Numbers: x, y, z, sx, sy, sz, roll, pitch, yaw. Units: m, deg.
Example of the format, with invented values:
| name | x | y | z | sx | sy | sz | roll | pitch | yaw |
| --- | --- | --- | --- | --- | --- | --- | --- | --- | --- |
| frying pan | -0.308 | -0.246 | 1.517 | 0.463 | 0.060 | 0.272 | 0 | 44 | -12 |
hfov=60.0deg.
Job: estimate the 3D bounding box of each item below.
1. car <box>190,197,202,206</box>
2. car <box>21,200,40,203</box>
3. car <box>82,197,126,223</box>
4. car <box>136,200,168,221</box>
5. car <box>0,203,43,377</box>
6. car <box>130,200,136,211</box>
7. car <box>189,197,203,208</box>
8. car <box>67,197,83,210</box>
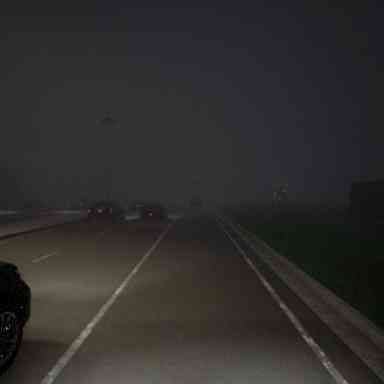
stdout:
| name | x | y | z | sx | sy | sz | roll | pitch | yaw |
| --- | --- | --- | --- | --- | --- | --- | --- | --- | --- |
| car | 0.716 | 1.626 | 58.680 | 2.128 | 1.511 | 4.902 | 0 | 0 | 1 |
| car | -21.475 | 1.686 | 43.649 | 1.895 | 1.301 | 4.718 | 0 | 0 | 1 |
| car | -6.594 | 1.403 | 26.017 | 2.097 | 1.767 | 4.553 | 0 | 0 | 1 |
| car | -3.076 | 1.537 | 27.509 | 1.882 | 1.535 | 5.008 | 0 | 0 | 1 |
| car | -3.371 | 1.224 | 2.349 | 2.150 | 2.045 | 5.566 | 0 | 0 | 0 |
| car | -6.417 | 1.651 | 41.403 | 1.994 | 1.385 | 4.181 | 0 | 0 | 1 |
| car | 0.602 | 1.466 | 49.567 | 2.097 | 1.767 | 4.553 | 0 | 0 | 1 |
| car | -14.485 | 1.430 | 43.142 | 2.097 | 1.767 | 4.553 | 0 | 0 | 1 |
